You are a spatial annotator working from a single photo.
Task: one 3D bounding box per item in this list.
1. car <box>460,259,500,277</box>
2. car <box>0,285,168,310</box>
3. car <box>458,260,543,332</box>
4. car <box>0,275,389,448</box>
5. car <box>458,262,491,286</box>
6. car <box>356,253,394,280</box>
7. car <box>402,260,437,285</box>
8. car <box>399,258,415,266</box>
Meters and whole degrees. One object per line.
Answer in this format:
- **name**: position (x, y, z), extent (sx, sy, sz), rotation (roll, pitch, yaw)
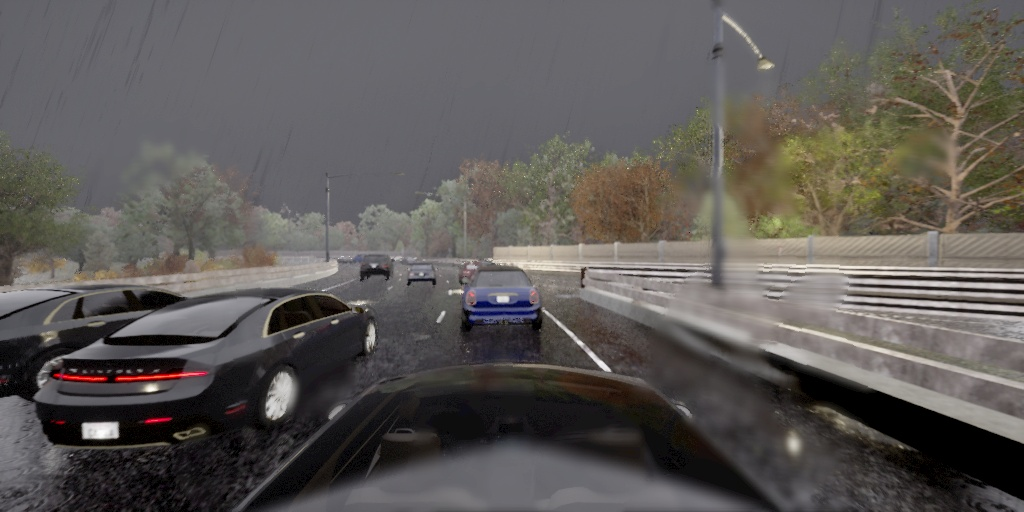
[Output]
- **car**: position (-3.095, 1.078, 33.698), extent (1.837, 1.490, 4.892), rotation (-1, 1, -31)
- **car**: position (-7.154, 1.247, 6.300), extent (1.837, 1.490, 4.892), rotation (0, 0, -2)
- **car**: position (-0.463, 1.057, 10.961), extent (2.097, 1.767, 4.553), rotation (0, 1, -7)
- **car**: position (-3.641, 1.244, 5.529), extent (1.837, 1.490, 4.892), rotation (0, 1, -2)
- **car**: position (-2.695, 1.156, 24.928), extent (1.812, 1.442, 4.674), rotation (0, 0, -11)
- **car**: position (-10.877, 0.848, 29.056), extent (2.150, 2.045, 5.566), rotation (0, 0, -15)
- **car**: position (-6.163, 1.183, 24.661), extent (2.033, 1.411, 5.357), rotation (0, 0, -13)
- **car**: position (-17.746, 1.010, 61.532), extent (2.033, 1.411, 5.357), rotation (0, 0, -33)
